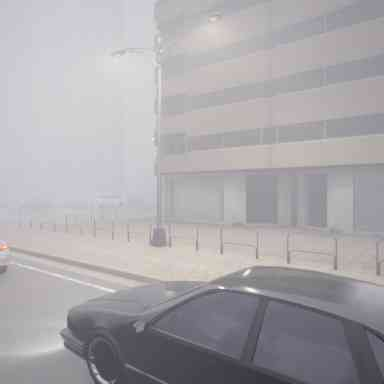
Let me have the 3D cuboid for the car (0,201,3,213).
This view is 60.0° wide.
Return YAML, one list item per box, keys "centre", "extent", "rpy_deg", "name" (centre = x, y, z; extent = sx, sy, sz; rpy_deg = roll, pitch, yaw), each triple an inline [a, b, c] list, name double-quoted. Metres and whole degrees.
- centre: [-22.787, 1.547, 36.703]
  extent: [2.128, 1.511, 4.902]
  rpy_deg: [0, 0, 38]
  name: "car"

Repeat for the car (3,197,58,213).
- centre: [-18.002, 1.407, 37.177]
  extent: [2.097, 1.767, 4.553]
  rpy_deg: [0, 0, 37]
  name: "car"

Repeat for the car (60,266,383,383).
- centre: [0.852, 1.547, 3.404]
  extent: [5.357, 1.411, 2.033]
  rpy_deg: [0, 0, 38]
  name: "car"

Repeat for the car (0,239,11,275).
- centre: [-6.747, 1.526, 9.250]
  extent: [4.674, 1.442, 1.812]
  rpy_deg: [0, 0, 39]
  name: "car"

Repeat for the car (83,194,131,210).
- centre: [-11.564, 1.277, 45.661]
  extent: [2.150, 2.045, 5.566]
  rpy_deg: [0, 0, 37]
  name: "car"

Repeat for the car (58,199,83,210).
- centre: [-16.356, 1.603, 45.143]
  extent: [2.033, 1.411, 5.357]
  rpy_deg: [0, 0, 37]
  name: "car"

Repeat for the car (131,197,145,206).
- centre: [-9.825, 1.546, 53.683]
  extent: [2.128, 1.511, 4.902]
  rpy_deg: [0, 0, 38]
  name: "car"
